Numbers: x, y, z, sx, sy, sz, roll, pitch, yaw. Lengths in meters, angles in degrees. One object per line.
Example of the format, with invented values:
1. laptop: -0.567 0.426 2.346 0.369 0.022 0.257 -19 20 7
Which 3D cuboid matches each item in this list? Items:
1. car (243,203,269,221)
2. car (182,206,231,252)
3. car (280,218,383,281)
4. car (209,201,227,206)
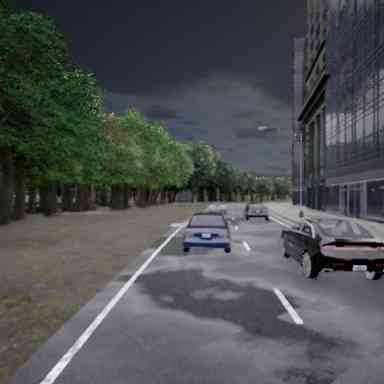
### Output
1. car: 5.386 1.620 28.307 2.033 1.411 5.357 0 0 6
2. car: 0.662 1.557 14.039 2.033 1.411 5.357 1 0 4
3. car: 3.971 1.532 10.043 2.128 1.511 4.902 1 0 3
4. car: 2.897 1.688 37.012 1.895 1.301 4.718 0 0 7
